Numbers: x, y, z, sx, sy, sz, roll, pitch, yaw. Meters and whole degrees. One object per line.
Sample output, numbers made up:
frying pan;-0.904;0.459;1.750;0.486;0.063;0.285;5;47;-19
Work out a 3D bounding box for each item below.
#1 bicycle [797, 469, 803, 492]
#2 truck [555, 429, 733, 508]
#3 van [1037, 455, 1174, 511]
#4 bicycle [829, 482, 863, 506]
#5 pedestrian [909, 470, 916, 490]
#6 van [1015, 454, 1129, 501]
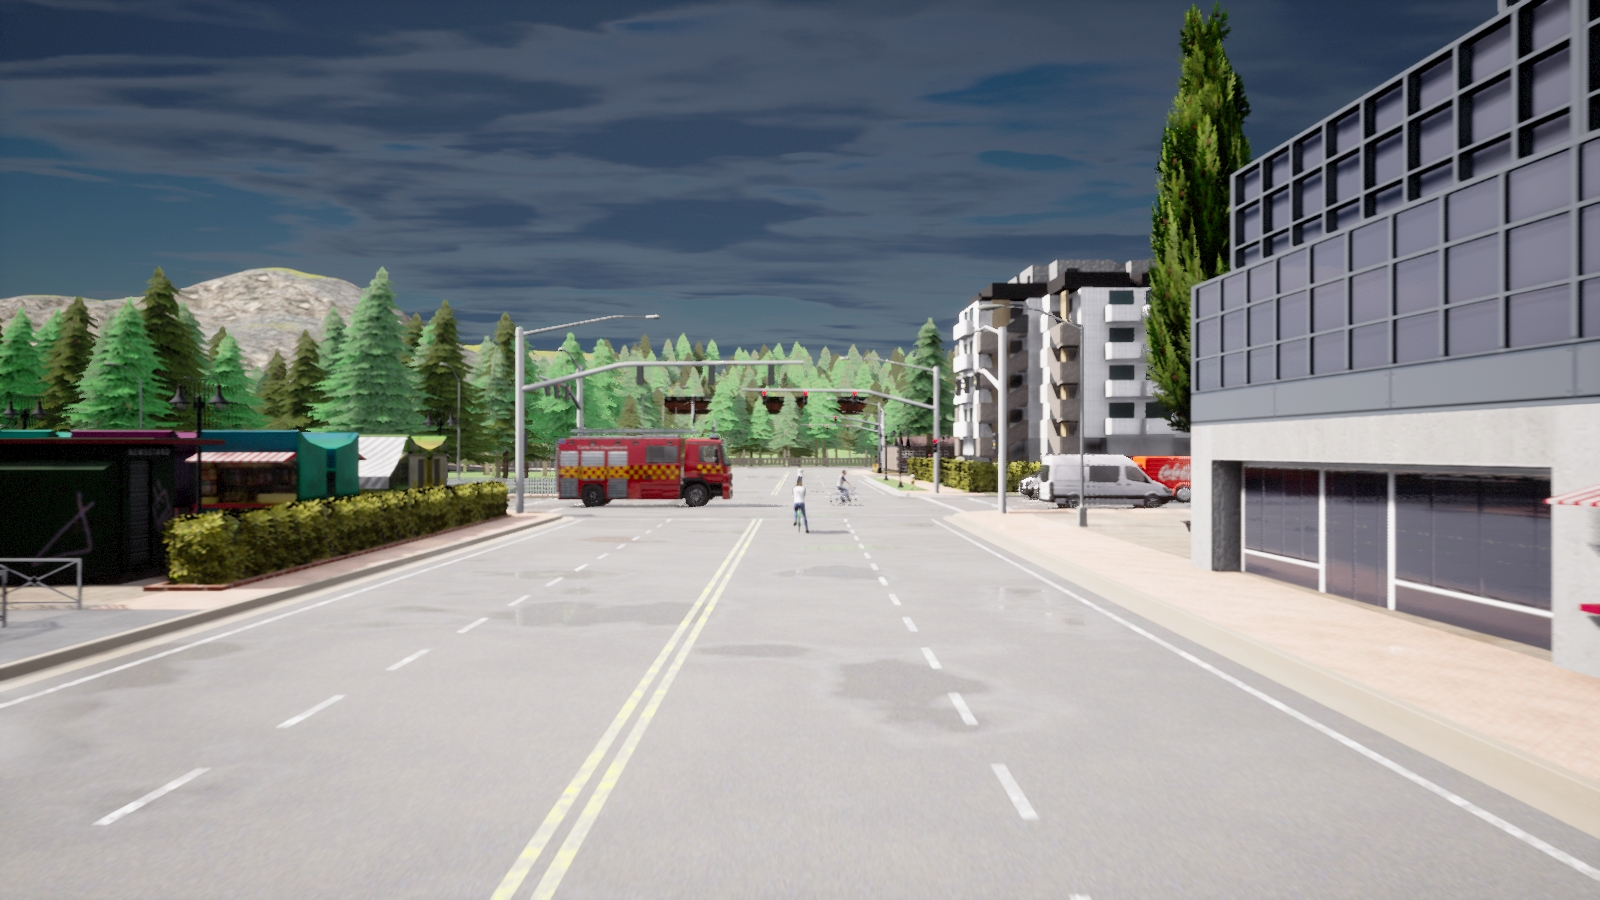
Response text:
bicycle;0.000;2.055;76.651;0.373;1.496;1.643;0;0;1
truck;-7.638;0.890;56.848;8.468;3.827;2.891;0;0;0
van;14.371;1.534;53.871;5.915;2.561;1.988;0;0;-3
bicycle;2.301;2.205;56.930;1.643;1.196;0.373;0;-1;-2
pedestrian;7.427;1.977;75.471;0.375;1.300;0.375;0;0;22
van;15.286;1.534;64.352;5.915;2.561;1.988;0;0;-2
